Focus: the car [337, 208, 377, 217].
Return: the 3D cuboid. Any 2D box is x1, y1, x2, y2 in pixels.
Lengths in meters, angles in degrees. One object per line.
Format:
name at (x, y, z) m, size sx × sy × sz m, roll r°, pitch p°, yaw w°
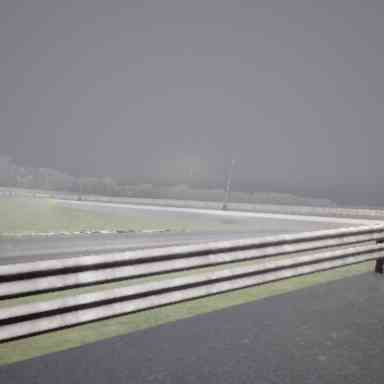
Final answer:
car at (22.876, 2.971, 46.287) m, size 5.008 × 1.535 × 1.882 m, roll 2°, pitch -2°, yaw 21°
